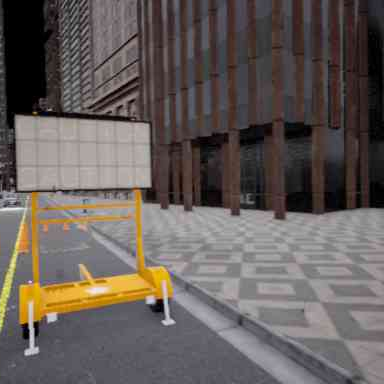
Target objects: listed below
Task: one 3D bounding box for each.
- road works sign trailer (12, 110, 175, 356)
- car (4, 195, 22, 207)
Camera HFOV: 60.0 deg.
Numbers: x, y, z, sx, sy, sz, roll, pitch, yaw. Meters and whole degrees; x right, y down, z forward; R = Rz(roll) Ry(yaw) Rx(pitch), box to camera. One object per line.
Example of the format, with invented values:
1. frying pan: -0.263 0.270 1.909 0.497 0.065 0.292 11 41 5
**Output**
1. road works sign trailer: -1.926 0.377 6.185 2.380 3.560 2.880 -2 1 -26
2. car: -23.332 1.100 43.461 2.128 1.511 4.902 -2 1 -26
